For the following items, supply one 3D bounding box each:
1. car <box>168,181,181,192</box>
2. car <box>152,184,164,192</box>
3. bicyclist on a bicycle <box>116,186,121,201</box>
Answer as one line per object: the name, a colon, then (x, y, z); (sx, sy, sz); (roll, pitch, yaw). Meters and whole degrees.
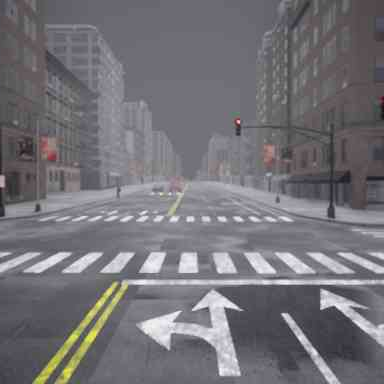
car: (-3.240, -1.042, 63.531); (2.150, 2.045, 5.566); (0, 3, 0)
car: (-6.490, -0.777, 63.573); (1.882, 1.535, 5.008); (0, 3, 0)
bicyclist on a bicycle: (-8.743, 0.134, 39.558); (0.659, 1.776, 1.843); (0, 2, 0)
